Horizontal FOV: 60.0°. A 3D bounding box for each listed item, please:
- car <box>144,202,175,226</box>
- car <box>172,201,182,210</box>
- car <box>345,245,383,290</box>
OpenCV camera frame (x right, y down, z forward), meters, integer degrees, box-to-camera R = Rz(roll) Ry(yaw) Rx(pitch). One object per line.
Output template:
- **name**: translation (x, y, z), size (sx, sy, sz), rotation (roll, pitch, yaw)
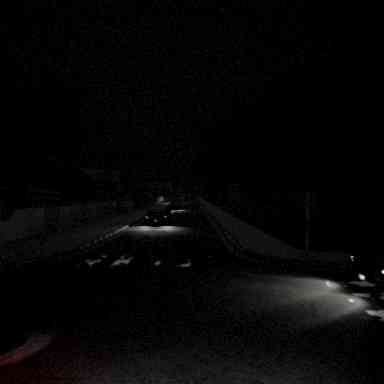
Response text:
- **car**: translation (-2.621, 1.817, 26.415), size (1.812, 1.442, 4.674), rotation (0, 0, 0)
- **car**: translation (-2.506, 2.030, 51.530), size (1.994, 1.385, 4.181), rotation (0, 0, 0)
- **car**: translation (6.434, 1.443, 7.435), size (5.357, 1.411, 2.033), rotation (-1, -1, 0)
